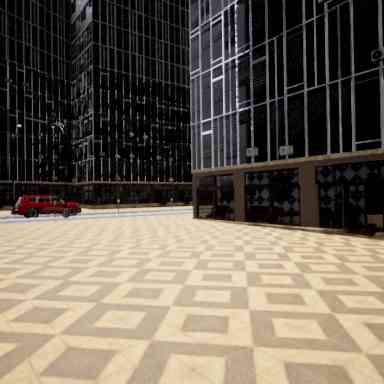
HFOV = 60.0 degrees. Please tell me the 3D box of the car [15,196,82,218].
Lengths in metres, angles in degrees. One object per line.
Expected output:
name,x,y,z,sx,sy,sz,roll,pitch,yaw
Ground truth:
car,-11.758,1.218,27.326,5.009,1.841,2.192,0,-1,-37
